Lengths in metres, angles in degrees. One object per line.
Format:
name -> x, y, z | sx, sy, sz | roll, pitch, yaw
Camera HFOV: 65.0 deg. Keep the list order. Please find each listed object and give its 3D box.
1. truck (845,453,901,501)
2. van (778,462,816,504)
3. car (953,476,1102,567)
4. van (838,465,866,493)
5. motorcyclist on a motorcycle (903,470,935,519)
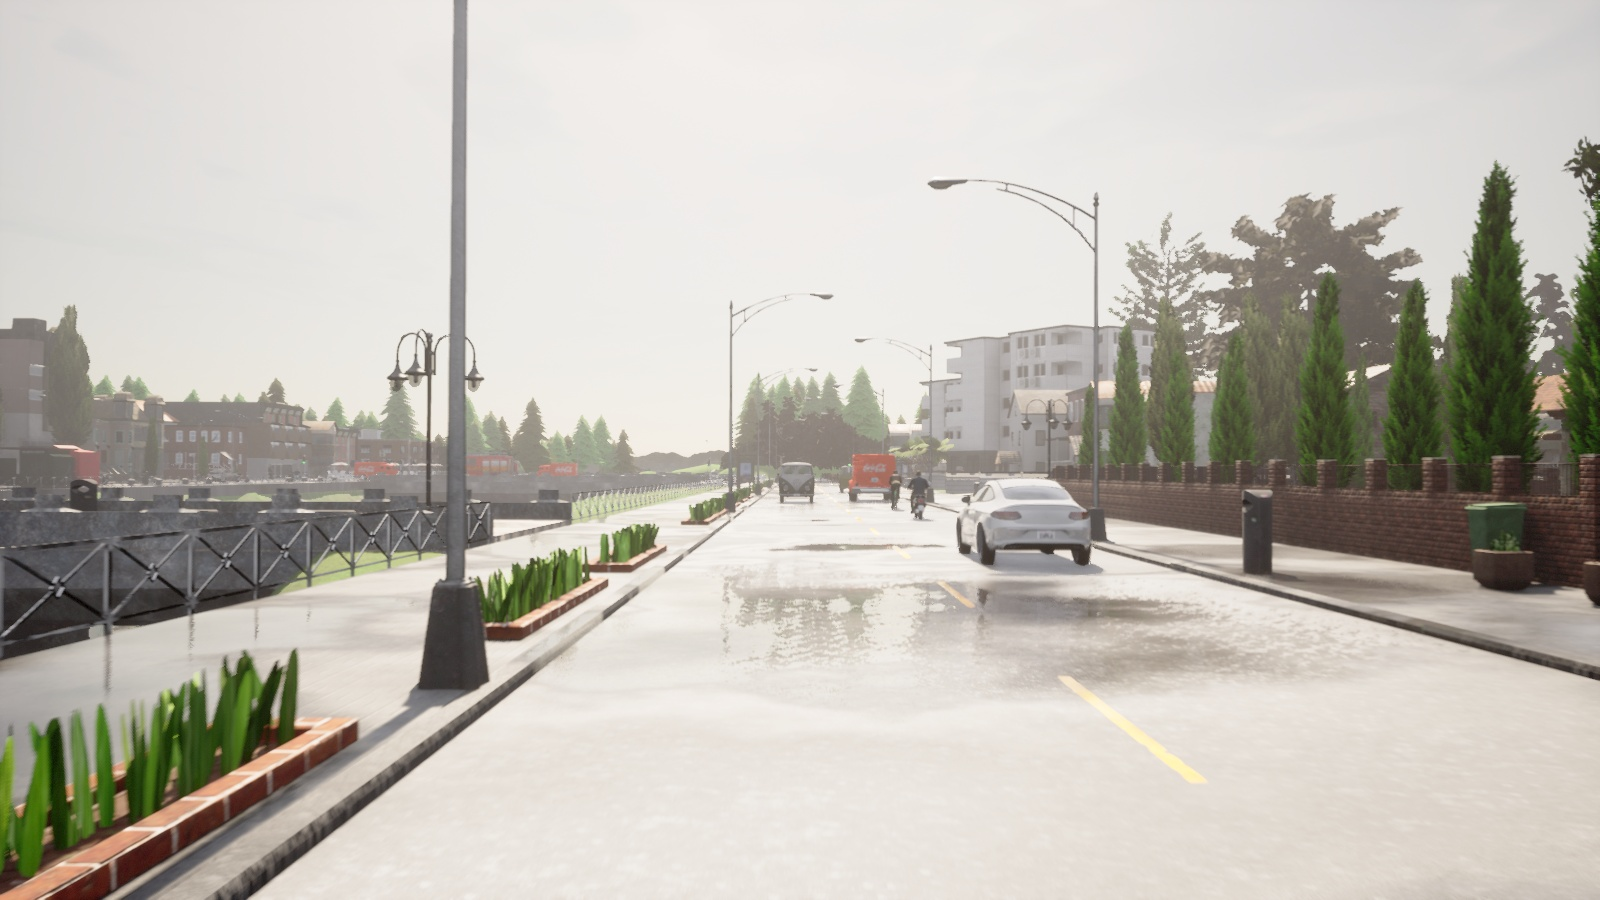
truck -> 3.841, 1.436, 67.092 | 2.627, 2.467, 5.204 | 0, -1, 0
van -> -0.147, 1.607, 62.047 | 1.775, 1.987, 4.442 | 0, -1, 0
car -> 3.947, 1.203, 22.589 | 1.812, 1.442, 4.674 | 0, -1, 0
van -> 3.784, 2.091, 91.928 | 1.775, 1.987, 4.442 | 0, -1, 0
motorcyclist on a motorcycle -> 3.903, 1.446, 41.415 | 0.866, 1.590, 1.817 | 0, -1, 0
